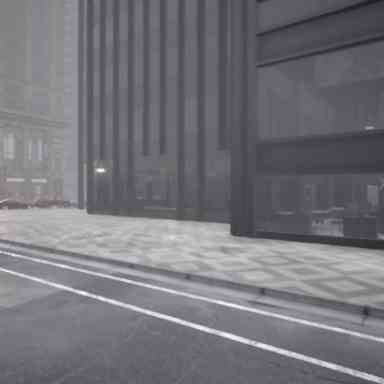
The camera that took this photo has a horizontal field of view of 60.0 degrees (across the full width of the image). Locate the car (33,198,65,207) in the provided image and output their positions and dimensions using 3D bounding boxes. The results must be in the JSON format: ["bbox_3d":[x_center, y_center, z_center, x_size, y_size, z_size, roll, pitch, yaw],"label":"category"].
[{"bbox_3d":[-22.885,1.631,53.410,2.008,1.369,4.403,-1,-1,36],"label":"car"}]

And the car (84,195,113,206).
[{"bbox_3d":[-17.192,1.528,61.356,2.192,1.841,5.009,-1,-1,36],"label":"car"}]

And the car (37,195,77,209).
[{"bbox_3d":[-18.685,1.368,44.626,2.192,1.841,5.009,-1,-1,36],"label":"car"}]

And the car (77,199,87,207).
[{"bbox_3d":[-15.717,1.705,48.753,1.802,1.307,4.206,-1,-1,36],"label":"car"}]

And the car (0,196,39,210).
[{"bbox_3d":[-21.654,1.529,40.491,1.887,1.381,4.507,-1,-1,36],"label":"car"}]
